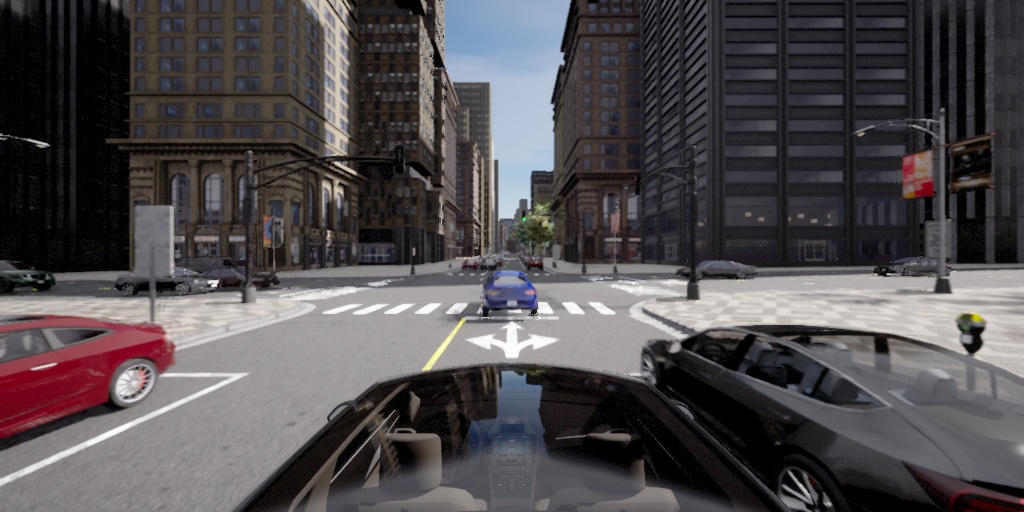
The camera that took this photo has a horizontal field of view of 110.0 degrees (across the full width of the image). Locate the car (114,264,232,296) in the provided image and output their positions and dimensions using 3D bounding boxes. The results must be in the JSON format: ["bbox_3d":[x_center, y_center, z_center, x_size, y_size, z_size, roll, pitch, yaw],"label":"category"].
[{"bbox_3d":[-18.942,1.395,19.873,4.902,1.511,2.128,-1,0,0],"label":"car"}]

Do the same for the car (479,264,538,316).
[{"bbox_3d":[-0.190,1.230,13.112,1.812,1.442,4.674,0,1,-5],"label":"car"}]

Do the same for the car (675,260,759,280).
[{"bbox_3d":[15.009,1.003,26.441,5.357,1.411,2.033,-1,0,4],"label":"car"}]

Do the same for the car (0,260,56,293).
[{"bbox_3d":[-33.202,1.289,23.172,5.566,2.045,2.150,1,0,0],"label":"car"}]

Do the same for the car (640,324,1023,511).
[{"bbox_3d":[2.764,1.311,3.564,1.948,1.339,4.313,0,0,0],"label":"car"}]

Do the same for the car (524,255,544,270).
[{"bbox_3d":[3.030,0.874,46.885,2.192,1.841,5.009,0,0,0],"label":"car"}]

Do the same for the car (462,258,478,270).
[{"bbox_3d":[-5.495,1.105,46.940,1.888,1.381,4.507,0,0,0],"label":"car"}]

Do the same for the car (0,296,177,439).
[{"bbox_3d":[-5.762,1.328,3.571,1.802,1.307,4.207,0,0,0],"label":"car"}]

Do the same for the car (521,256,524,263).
[{"bbox_3d":[3.140,1.026,63.507,1.948,1.339,4.313,0,0,0],"label":"car"}]

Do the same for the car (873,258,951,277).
[{"bbox_3d":[29.386,0.801,26.417,4.181,1.385,1.994,-1,0,0],"label":"car"}]

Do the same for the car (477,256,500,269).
[{"bbox_3d":[-2.811,1.052,44.405,1.882,1.535,5.008,0,0,1],"label":"car"}]

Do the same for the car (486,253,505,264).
[{"bbox_3d":[-2.670,0.842,58.806,2.097,1.767,4.553,0,0,1],"label":"car"}]

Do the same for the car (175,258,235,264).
[{"bbox_3d":[-23.463,1.192,26.618,5.566,2.045,2.150,-1,0,0],"label":"car"}]

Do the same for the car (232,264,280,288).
[{"bbox_3d":[-18.069,1.447,23.156,5.357,1.411,2.033,-1,0,3],"label":"car"}]
